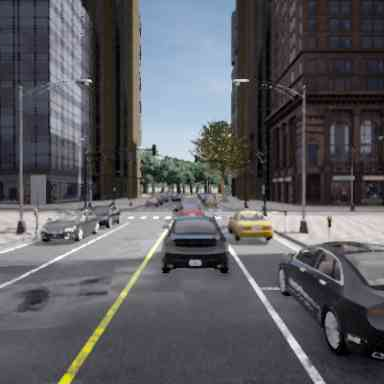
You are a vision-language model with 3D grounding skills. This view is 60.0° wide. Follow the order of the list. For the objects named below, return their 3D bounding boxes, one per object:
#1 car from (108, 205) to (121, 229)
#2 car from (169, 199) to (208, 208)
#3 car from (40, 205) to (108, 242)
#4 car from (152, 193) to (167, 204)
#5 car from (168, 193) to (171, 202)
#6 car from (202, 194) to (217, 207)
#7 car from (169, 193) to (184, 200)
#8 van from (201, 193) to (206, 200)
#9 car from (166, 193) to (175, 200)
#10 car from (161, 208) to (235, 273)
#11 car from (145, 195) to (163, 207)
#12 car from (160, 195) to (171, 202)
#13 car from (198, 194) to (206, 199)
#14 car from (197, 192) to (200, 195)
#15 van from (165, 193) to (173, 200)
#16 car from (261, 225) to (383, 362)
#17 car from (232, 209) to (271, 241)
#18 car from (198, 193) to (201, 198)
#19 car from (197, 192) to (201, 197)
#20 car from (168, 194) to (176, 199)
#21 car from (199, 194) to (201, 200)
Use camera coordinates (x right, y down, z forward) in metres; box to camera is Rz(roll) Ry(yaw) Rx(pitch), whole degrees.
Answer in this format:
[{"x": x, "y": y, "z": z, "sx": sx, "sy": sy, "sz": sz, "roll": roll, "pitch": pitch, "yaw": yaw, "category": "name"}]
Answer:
[{"x": -5.758, "y": 1.537, "z": 21.506, "sx": 1.947, "sy": 1.339, "sz": 4.313, "roll": -1, "pitch": 0, "yaw": 0, "category": "car"}, {"x": -0.386, "y": 1.527, "z": 25.454, "sx": 1.994, "sy": 1.385, "sz": 4.181, "roll": 0, "pitch": 0, "yaw": -10, "category": "car"}, {"x": -5.762, "y": 1.532, "z": 16.127, "sx": 2.008, "sy": 1.369, "sz": 4.403, "roll": -1, "pitch": 0, "yaw": 0, "category": "car"}, {"x": -5.739, "y": 1.202, "z": 54.156, "sx": 2.192, "sy": 1.841, "sz": 5.009, "roll": -1, "pitch": 0, "yaw": 0, "category": "car"}, {"x": -5.731, "y": 1.160, "z": 65.515, "sx": 2.192, "sy": 1.841, "sz": 5.009, "roll": -1, "pitch": 0, "yaw": 0, "category": "car"}, {"x": 2.785, "y": 1.430, "z": 48.649, "sx": 1.752, "sy": 1.417, "sz": 4.829, "roll": -1, "pitch": 0, "yaw": 0, "category": "car"}, {"x": -2.969, "y": 1.446, "z": 65.310, "sx": 1.895, "sy": 1.301, "sz": 4.718, "roll": 0, "pitch": 0, "yaw": 0, "category": "car"}, {"x": 2.787, "y": 1.228, "z": 54.159, "sx": 1.690, "sy": 1.788, "sz": 3.998, "roll": -1, "pitch": 0, "yaw": 0, "category": "van"}, {"x": -5.715, "y": 1.187, "z": 88.234, "sx": 1.967, "sy": 1.590, "sz": 4.097, "roll": 0, "pitch": 0, "yaw": 0, "category": "car"}, {"x": 0.093, "y": 1.494, "z": 10.635, "sx": 1.837, "sy": 1.490, "sz": 4.892, "roll": 0, "pitch": 0, "yaw": 0, "category": "car"}, {"x": -5.740, "y": 1.487, "z": 48.476, "sx": 1.802, "sy": 1.307, "sz": 4.206, "roll": -1, "pitch": 0, "yaw": 0, "category": "car"}, {"x": -5.725, "y": 1.373, "z": 71.196, "sx": 2.008, "sy": 1.369, "sz": 4.403, "roll": -1, "pitch": 0, "yaw": 0, "category": "car"}, {"x": 2.815, "y": 1.271, "z": 93.914, "sx": 2.008, "sy": 1.369, "sz": 4.403, "roll": -1, "pitch": 0, "yaw": 0, "category": "car"}, {"x": 2.807, "y": 1.323, "z": 82.555, "sx": 2.008, "sy": 1.369, "sz": 4.403, "roll": -1, "pitch": 0, "yaw": 0, "category": "car"}, {"x": -5.720, "y": 1.113, "z": 82.554, "sx": 1.690, "sy": 1.788, "sz": 3.998, "roll": -1, "pitch": 0, "yaw": 0, "category": "van"}, {"x": 2.757, "y": 1.545, "z": 5.890, "sx": 2.008, "sy": 1.369, "sz": 4.403, "roll": -1, "pitch": 0, "yaw": 0, "category": "car"}, {"x": 2.763, "y": 1.506, "z": 16.466, "sx": 1.752, "sy": 1.417, "sz": 4.829, "roll": -1, "pitch": 0, "yaw": 0, "category": "car"}, {"x": 2.800, "y": 1.346, "z": 71.367, "sx": 1.752, "sy": 1.417, "sz": 4.829, "roll": -1, "pitch": 0, "yaw": 0, "category": "car"}, {"x": 2.804, "y": 1.342, "z": 76.876, "sx": 1.887, "sy": 1.381, "sz": 4.507, "roll": -1, "pitch": 0, "yaw": 0, "category": "car"}, {"x": -5.710, "y": 1.265, "z": 93.914, "sx": 1.887, "sy": 1.381, "sz": 4.507, "roll": 0, "pitch": 0, "yaw": 0, "category": "car"}, {"x": 2.793, "y": 1.433, "z": 59.839, "sx": 1.947, "sy": 1.339, "sz": 4.313, "roll": -1, "pitch": 0, "yaw": 0, "category": "car"}]
